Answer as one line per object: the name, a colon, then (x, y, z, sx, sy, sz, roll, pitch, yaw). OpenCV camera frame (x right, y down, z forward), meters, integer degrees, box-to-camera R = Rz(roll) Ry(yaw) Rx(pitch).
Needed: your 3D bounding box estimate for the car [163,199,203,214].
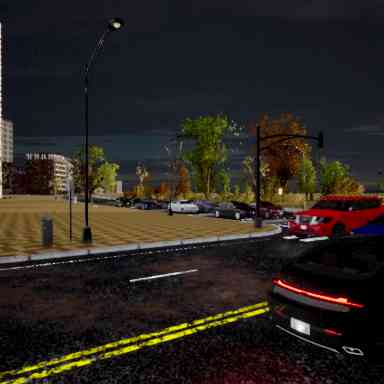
car: (-1.049, 1.607, 36.979, 1.812, 1.442, 4.674, 0, 0, -31)

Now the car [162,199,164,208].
car: (-3.691, 1.656, 47.627, 1.994, 1.385, 4.181, 0, 0, -30)

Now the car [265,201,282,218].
car: (6.555, 1.573, 30.826, 1.812, 1.442, 4.674, 0, 0, -30)

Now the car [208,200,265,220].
car: (3.754, 1.564, 29.192, 1.837, 1.490, 4.892, 0, 0, -32)

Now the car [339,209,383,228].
car: (8.011, 1.524, 12.884, 4.674, 1.442, 1.812, 0, 0, -33)

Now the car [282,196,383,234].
car: (7.294, 1.219, 16.297, 5.566, 2.045, 2.150, 0, 0, -33)

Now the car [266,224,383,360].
car: (3.415, 1.504, 5.708, 4.892, 1.490, 1.837, 0, 0, -34)

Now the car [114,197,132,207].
car: (-11.284, 1.626, 54.175, 1.837, 1.490, 4.892, 0, 0, -29)

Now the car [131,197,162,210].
car: (-6.234, 1.667, 45.509, 1.994, 1.385, 4.181, 0, 0, -31)

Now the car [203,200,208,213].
car: (1.468, 1.618, 39.087, 2.033, 1.411, 5.357, 0, 0, -32)

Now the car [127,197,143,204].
car: (-11.897, 1.680, 68.779, 1.994, 1.385, 4.181, 0, 0, -29)
